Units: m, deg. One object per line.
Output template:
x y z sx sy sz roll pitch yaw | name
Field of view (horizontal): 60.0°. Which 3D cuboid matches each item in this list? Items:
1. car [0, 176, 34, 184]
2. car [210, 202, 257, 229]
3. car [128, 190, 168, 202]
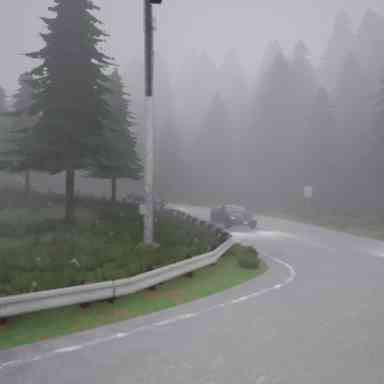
-20.040 -1.146 37.537 4.553 1.767 2.097 5 0 10 | car
2.537 1.423 21.369 1.812 1.442 4.674 1 2 -14 | car
-4.414 0.567 32.659 4.674 1.442 1.812 6 3 36 | car
